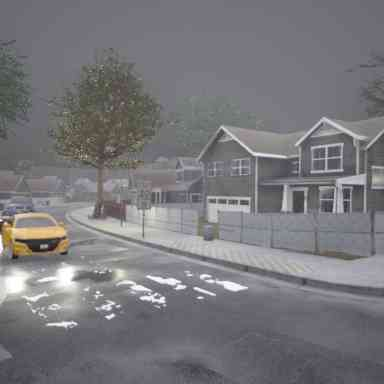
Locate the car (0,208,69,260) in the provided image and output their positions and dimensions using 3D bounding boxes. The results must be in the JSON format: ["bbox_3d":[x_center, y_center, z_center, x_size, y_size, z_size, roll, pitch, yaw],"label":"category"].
[{"bbox_3d":[-6.398,1.612,13.379,1.882,1.535,5.008,1,-1,-34],"label":"car"}]

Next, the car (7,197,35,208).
[{"bbox_3d":[-16.849,1.558,32.882,2.150,2.045,5.566,1,-1,-22],"label":"car"}]

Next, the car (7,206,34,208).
[{"bbox_3d":[-11.854,1.826,22.368,1.895,1.301,4.718,1,-1,-28],"label":"car"}]
